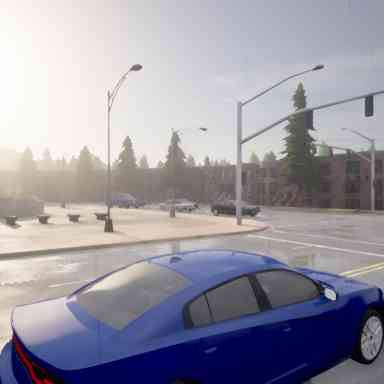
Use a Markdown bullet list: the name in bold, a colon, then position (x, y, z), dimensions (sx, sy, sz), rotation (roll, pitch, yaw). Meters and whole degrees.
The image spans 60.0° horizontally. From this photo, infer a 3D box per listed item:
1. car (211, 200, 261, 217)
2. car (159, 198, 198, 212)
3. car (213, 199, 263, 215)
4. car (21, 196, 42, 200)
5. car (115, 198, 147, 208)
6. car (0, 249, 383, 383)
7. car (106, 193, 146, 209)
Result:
- **car**: position (3.792, 1.478, 30.596), dimensions (1.882, 1.535, 5.008), rotation (0, 0, -36)
- **car**: position (-1.811, 1.601, 38.072), dimensions (1.895, 1.301, 4.718), rotation (0, 0, -39)
- **car**: position (4.752, 1.547, 35.243), dimensions (2.033, 1.411, 5.357), rotation (0, 0, -36)
- **car**: position (-29.903, 1.505, 60.676), dimensions (4.892, 1.490, 1.837), rotation (0, 0, 5)
- **car**: position (-9.090, 1.601, 49.620), dimensions (4.718, 1.301, 1.895), rotation (0, 0, 34)
- **car**: position (0.495, 1.478, 4.151), dimensions (5.008, 1.535, 1.882), rotation (0, 0, -35)
- **car**: position (-9.458, 1.221, 45.623), dimensions (5.566, 2.045, 2.150), rotation (0, 0, 36)
